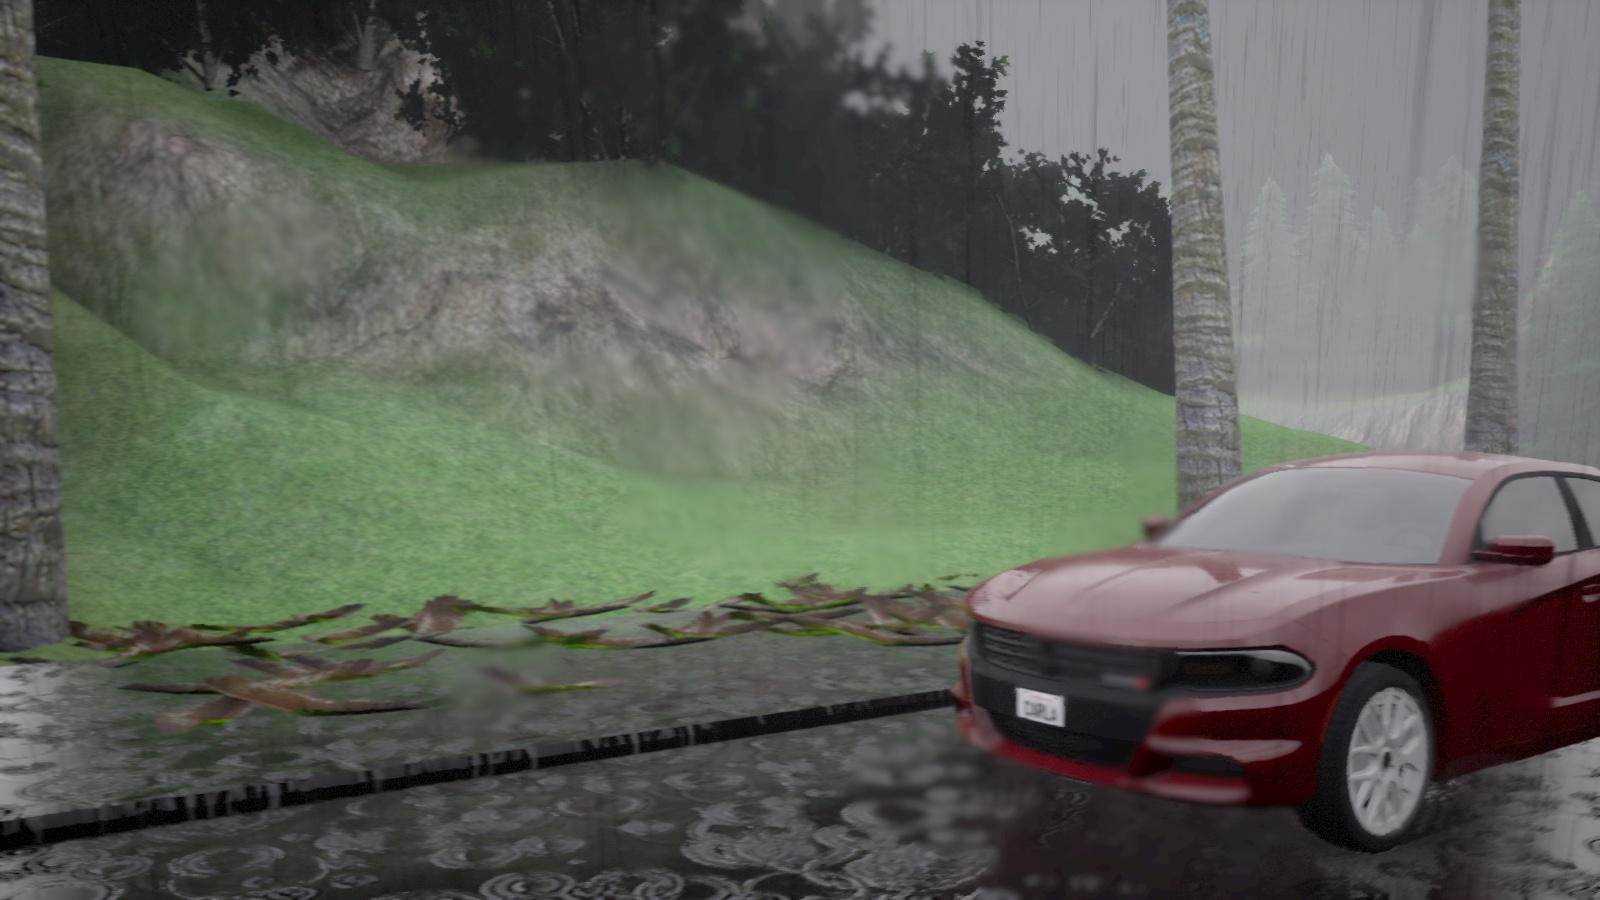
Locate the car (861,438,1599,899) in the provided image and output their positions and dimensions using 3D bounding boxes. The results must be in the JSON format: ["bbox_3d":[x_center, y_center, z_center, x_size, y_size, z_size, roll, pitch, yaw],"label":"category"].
[{"bbox_3d":[2.864,0.732,6.262,5.008,1.535,1.882,0,0,-35],"label":"car"}]
